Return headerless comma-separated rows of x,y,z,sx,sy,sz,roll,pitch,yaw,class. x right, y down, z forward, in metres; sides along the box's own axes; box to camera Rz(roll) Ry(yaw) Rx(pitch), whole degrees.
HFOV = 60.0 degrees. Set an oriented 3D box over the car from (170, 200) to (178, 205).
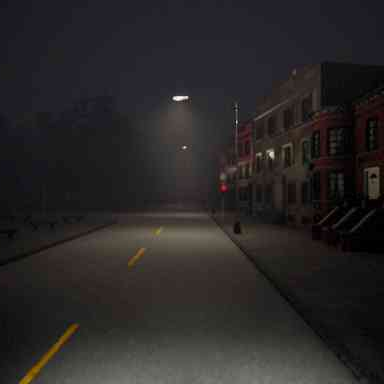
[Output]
-4.194,2.507,79.475,2.033,1.411,5.357,0,-1,0,car
